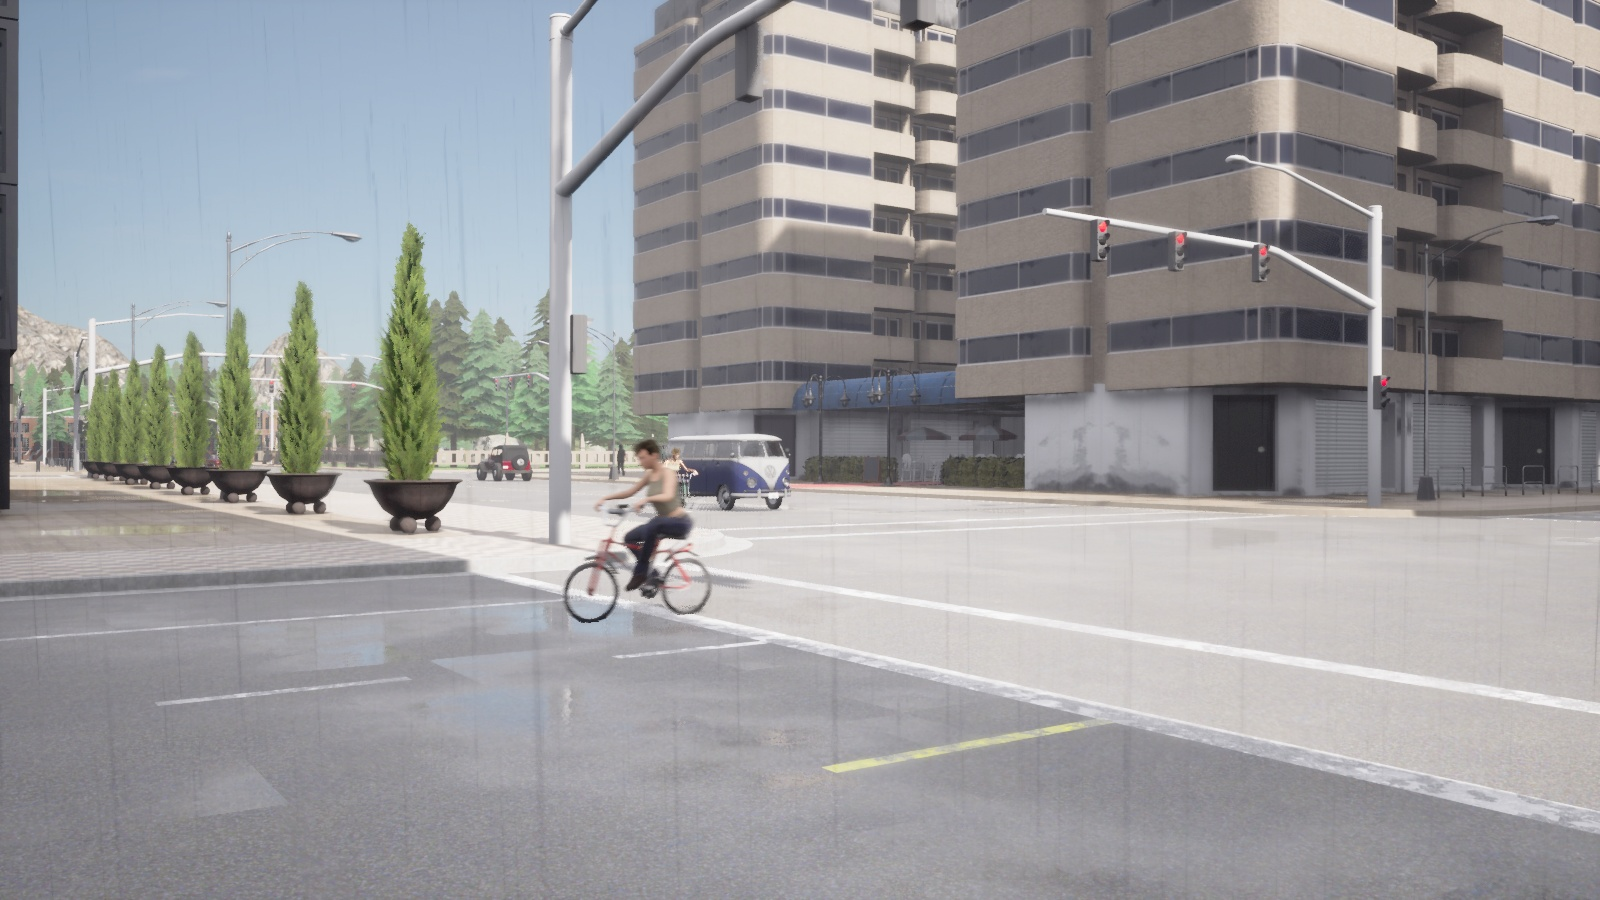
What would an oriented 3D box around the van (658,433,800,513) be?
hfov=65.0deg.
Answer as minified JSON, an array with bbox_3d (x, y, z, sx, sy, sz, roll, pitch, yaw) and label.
[{"bbox_3d":[-1.986,0.584,33.753,1.775,1.987,4.442,0,0,-35],"label":"van"}]

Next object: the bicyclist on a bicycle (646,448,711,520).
[{"bbox_3d":[-2.792,0.758,28.742,0.866,1.612,1.509,0,0,-35],"label":"bicyclist on a bicycle"}]

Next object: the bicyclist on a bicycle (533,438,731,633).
[{"bbox_3d":[-1.489,0.712,11.185,1.509,1.612,0.866,0,0,-35],"label":"bicyclist on a bicycle"}]

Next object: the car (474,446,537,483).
[{"bbox_3d":[-15.399,0.734,65.583,1.905,1.878,3.866,0,0,-34],"label":"car"}]

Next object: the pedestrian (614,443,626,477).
[{"bbox_3d":[-10.281,0.593,71.649,0.395,1.930,0.692,0,0,-32],"label":"pedestrian"}]
